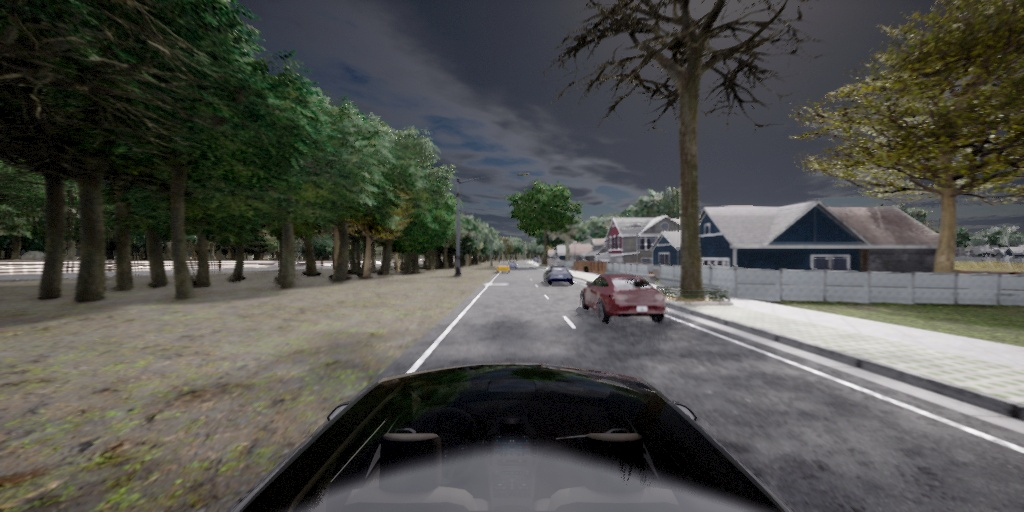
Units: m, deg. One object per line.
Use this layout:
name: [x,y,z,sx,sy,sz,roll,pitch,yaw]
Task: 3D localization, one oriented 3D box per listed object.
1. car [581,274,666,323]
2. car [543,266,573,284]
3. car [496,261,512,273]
car: [3.604,1.316,12.220,1.812,1.442,4.674,0,0,0]
car: [3.609,1.472,28.465,1.994,1.385,4.181,0,0,0]
car: [-1.207,1.546,50.030,1.801,1.575,5.366,0,-1,0]
